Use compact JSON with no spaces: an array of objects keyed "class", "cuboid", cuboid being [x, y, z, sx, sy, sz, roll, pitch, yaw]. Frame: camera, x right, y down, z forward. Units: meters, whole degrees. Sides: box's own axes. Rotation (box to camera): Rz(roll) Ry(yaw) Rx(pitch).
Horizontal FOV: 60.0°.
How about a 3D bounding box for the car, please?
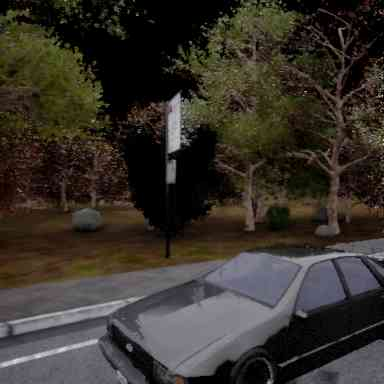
[{"class":"car","cuboid":[1.487,1.551,4.928,5.357,1.411,2.033,0,0,-34]}]
